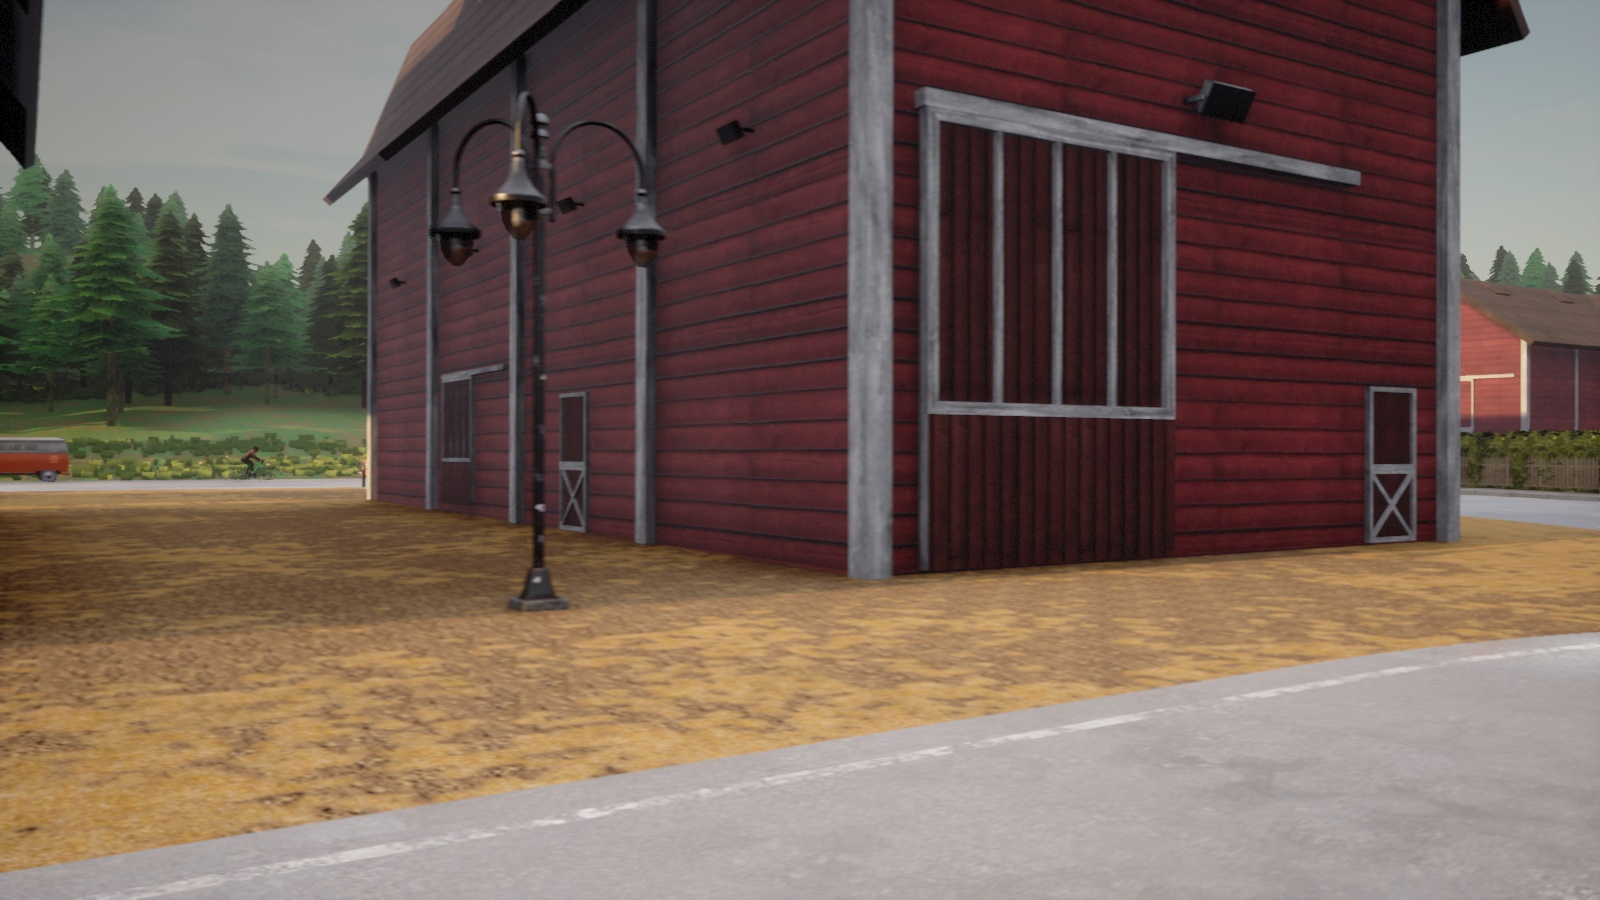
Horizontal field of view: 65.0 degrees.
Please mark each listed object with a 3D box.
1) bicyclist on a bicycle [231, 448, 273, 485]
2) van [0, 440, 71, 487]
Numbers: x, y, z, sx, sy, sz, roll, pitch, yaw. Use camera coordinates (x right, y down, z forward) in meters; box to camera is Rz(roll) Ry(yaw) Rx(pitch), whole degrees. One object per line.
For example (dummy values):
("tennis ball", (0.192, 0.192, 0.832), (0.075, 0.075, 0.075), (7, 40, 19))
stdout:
("bicyclist on a bicycle", (-24.407, 0.746, 55.943), (1.656, 1.620, 0.582), (0, 0, -31))
("van", (-34.040, 0.562, 54.178), (4.442, 1.987, 1.775), (0, 0, -31))
